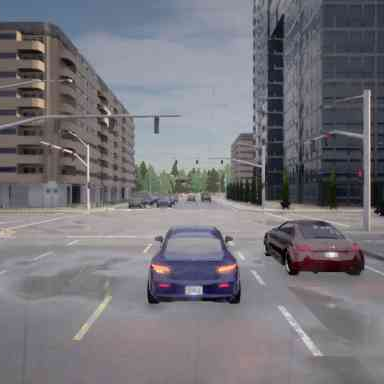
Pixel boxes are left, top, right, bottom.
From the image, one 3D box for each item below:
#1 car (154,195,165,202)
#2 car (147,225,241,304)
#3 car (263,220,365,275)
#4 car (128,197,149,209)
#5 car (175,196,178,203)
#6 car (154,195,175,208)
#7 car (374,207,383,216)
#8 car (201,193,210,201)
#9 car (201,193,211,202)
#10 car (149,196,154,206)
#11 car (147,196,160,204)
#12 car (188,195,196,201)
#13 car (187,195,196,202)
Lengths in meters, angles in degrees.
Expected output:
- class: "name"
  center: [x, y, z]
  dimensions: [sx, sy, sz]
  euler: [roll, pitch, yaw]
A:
- class: "car"
  center: [-7.194, 1.496, 74.038]
  dimensions: [1.837, 1.490, 4.892]
  euler: [0, 0, 1]
- class: "car"
  center: [0.046, 1.526, 8.021]
  dimensions: [1.812, 1.442, 4.674]
  euler: [0, 0, 0]
- class: "car"
  center: [3.555, 1.564, 10.444]
  dimensions: [1.994, 1.385, 4.181]
  euler: [0, 0, 0]
- class: "car"
  center: [-7.503, 1.505, 45.970]
  dimensions: [1.837, 1.490, 4.892]
  euler: [0, 0, 1]
- class: "car"
  center: [-3.939, 1.526, 58.418]
  dimensions: [1.812, 1.442, 4.674]
  euler: [0, 0, 1]
- class: "car"
  center: [-3.993, 1.352, 48.931]
  dimensions: [2.097, 1.767, 4.553]
  euler: [0, 0, 0]
- class: "car"
  center: [19.456, 1.656, 30.628]
  dimensions: [4.718, 1.301, 1.895]
  euler: [0, 0, 0]
- class: "car"
  center: [3.453, 1.225, 87.750]
  dimensions: [2.150, 2.045, 5.566]
  euler: [0, 0, 1]
- class: "car"
  center: [3.344, 1.355, 77.587]
  dimensions: [2.097, 1.767, 4.553]
  euler: [0, 0, 1]
- class: "car"
  center: [-7.465, 1.564, 54.864]
  dimensions: [1.994, 1.385, 4.181]
  euler: [0, 0, 2]
- class: "car"
  center: [-7.354, 1.478, 63.680]
  dimensions: [1.882, 1.535, 5.008]
  euler: [0, 0, 1]
- class: "car"
  center: [-0.048, 1.525, 87.723]
  dimensions: [2.128, 1.511, 4.902]
  euler: [0, 0, 1]
- class: "car"
  center: [-0.157, 1.540, 77.379]
  dimensions: [2.033, 1.411, 5.357]
  euler: [0, 0, 1]
